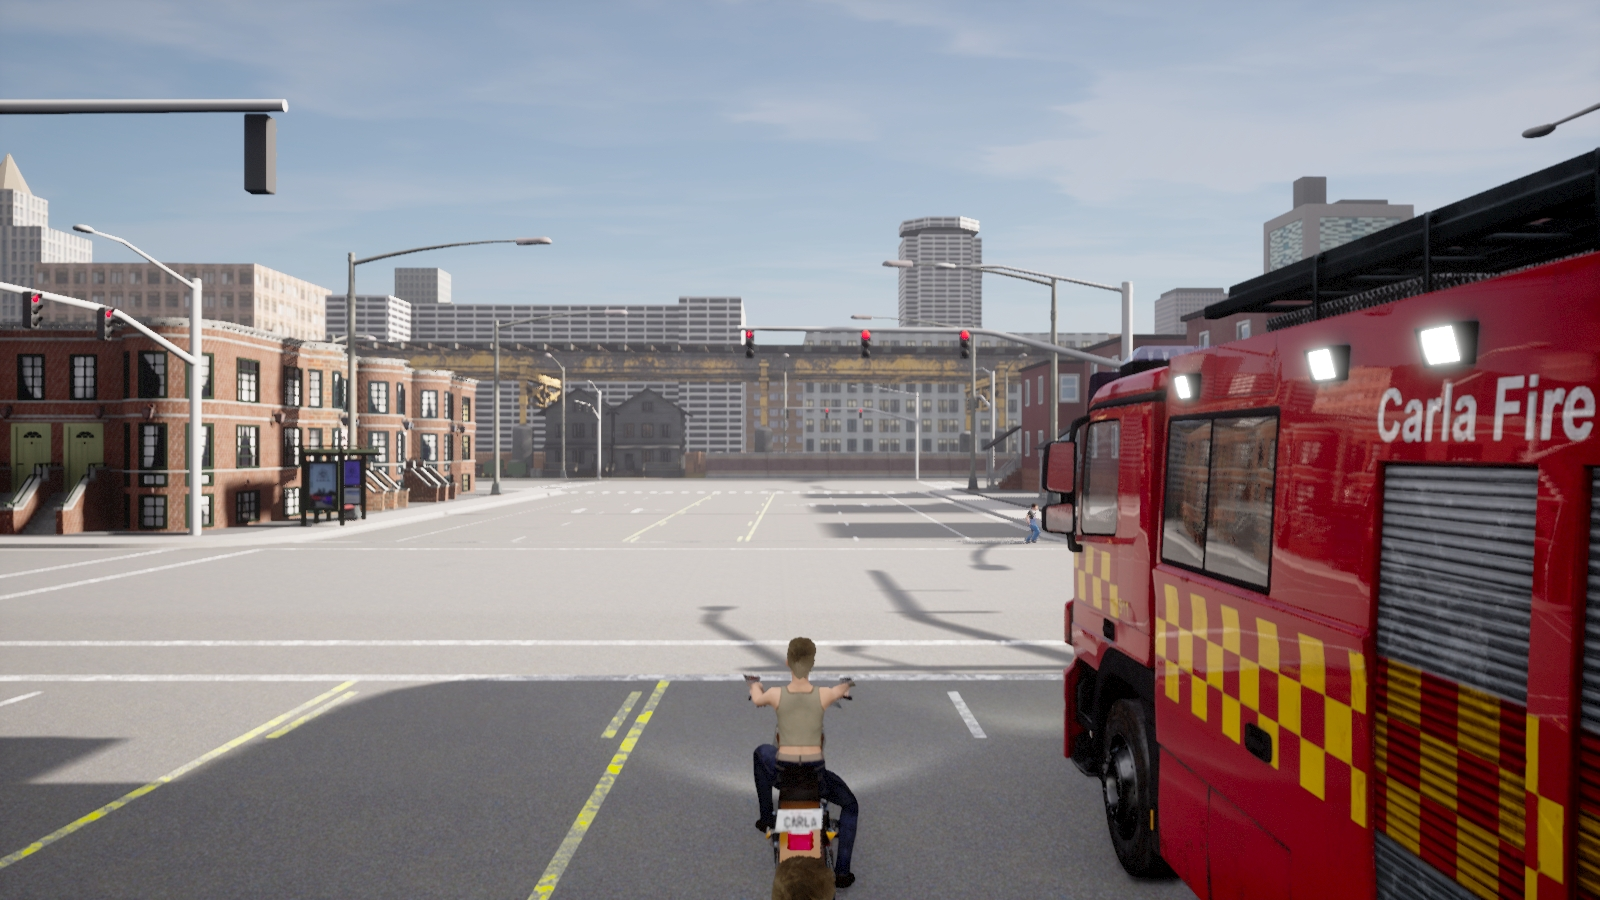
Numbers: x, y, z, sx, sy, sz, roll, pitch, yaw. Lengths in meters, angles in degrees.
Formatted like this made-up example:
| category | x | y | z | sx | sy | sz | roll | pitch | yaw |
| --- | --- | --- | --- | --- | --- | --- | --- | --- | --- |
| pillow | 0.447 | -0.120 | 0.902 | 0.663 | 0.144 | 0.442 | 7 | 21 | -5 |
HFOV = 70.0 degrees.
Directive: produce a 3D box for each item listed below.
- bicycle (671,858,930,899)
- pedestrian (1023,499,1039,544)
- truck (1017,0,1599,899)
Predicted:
| category | x | y | z | sx | sy | sz | roll | pitch | yaw |
| --- | --- | --- | --- | --- | --- | --- | --- | --- | --- |
| bicycle | 0.001 | 2.142 | 3.429 | 0.859 | 1.301 | 1.487 | 0 | 0 | 0 |
| pedestrian | 6.794 | 2.108 | 33.622 | 0.375 | 1.300 | 0.375 | 0 | 0 | 26 |
| truck | 3.249 | 0.887 | 5.251 | 2.891 | 3.827 | 8.468 | 0 | 0 | 0 |
